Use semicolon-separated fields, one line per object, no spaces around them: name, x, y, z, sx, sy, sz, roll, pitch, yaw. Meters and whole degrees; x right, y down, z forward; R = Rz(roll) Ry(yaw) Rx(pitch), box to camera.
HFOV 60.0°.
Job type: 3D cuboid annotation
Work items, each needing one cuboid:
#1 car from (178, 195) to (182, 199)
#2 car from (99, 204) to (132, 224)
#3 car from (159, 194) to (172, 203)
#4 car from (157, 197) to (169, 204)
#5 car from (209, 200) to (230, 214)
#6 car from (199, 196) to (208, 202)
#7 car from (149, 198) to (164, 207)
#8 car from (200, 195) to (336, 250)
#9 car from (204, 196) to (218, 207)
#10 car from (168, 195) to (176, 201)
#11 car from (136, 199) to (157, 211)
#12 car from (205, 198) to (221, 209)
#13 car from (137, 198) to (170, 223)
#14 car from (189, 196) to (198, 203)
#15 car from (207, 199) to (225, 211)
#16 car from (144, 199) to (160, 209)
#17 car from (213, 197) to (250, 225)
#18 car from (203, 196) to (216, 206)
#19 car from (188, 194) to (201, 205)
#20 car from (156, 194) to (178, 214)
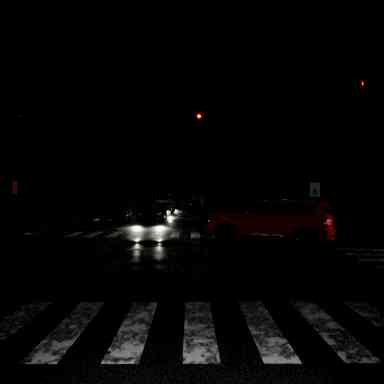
car;-2.913;1.523;46.131;2.128;1.511;4.902;0;0;0
car;-5.668;1.575;25.216;1.947;1.339;4.313;0;0;0
car;-5.497;1.371;68.873;2.192;1.841;5.009;0;0;0
car;-5.519;1.632;63.416;1.802;1.307;4.206;0;0;0
car;2.900;1.586;36.105;1.947;1.339;4.313;0;0;0
car;2.647;1.569;75.849;1.837;1.490;4.892;0;0;0
car;-5.561;1.620;52.501;1.802;1.307;4.206;0;0;0
car;3.457;1.296;15.005;5.566;2.045;2.150;2;2;18
car;2.964;1.478;52.475;1.967;1.590;4.097;0;0;0
car;-5.412;1.529;90.700;1.967;1.590;4.097;0;0;0
car;-5.604;1.577;41.587;2.008;1.369;4.403;0;0;0
car;2.942;1.583;47.018;2.008;1.369;4.403;0;0;0
car;-3.004;1.488;25.620;1.882;1.535;5.008;0;0;0
car;0.362;1.582;69.207;1.812;1.442;4.674;0;0;0
car;2.921;1.577;41.561;2.008;1.369;4.403;0;0;0
car;-5.583;1.614;47.044;1.802;1.307;4.206;0;0;0
car;2.857;1.324;25.193;2.192;1.841;5.009;0;0;0
car;2.985;1.484;57.931;1.967;1.590;4.097;0;0;0
car;0.322;1.609;59.222;1.994;1.385;4.181;0;0;1
car;-2.963;1.241;35.687;2.150;2.045;5.566;0;0;0
